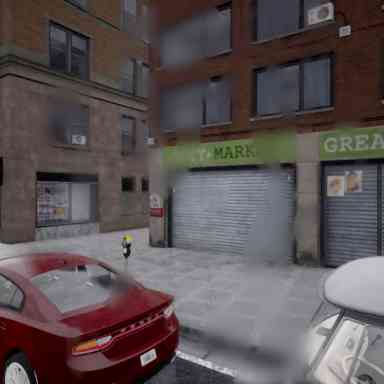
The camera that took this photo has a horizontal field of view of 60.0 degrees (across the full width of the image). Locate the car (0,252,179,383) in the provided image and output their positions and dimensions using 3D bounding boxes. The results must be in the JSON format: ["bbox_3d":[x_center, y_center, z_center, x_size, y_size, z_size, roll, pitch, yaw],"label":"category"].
[{"bbox_3d":[-2.259,1.544,4.682,4.507,1.381,1.887,0,0,35],"label":"car"}]

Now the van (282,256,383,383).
[{"bbox_3d":[2.353,1.341,1.400,3.998,1.788,1.690,0,0,35],"label":"van"}]
